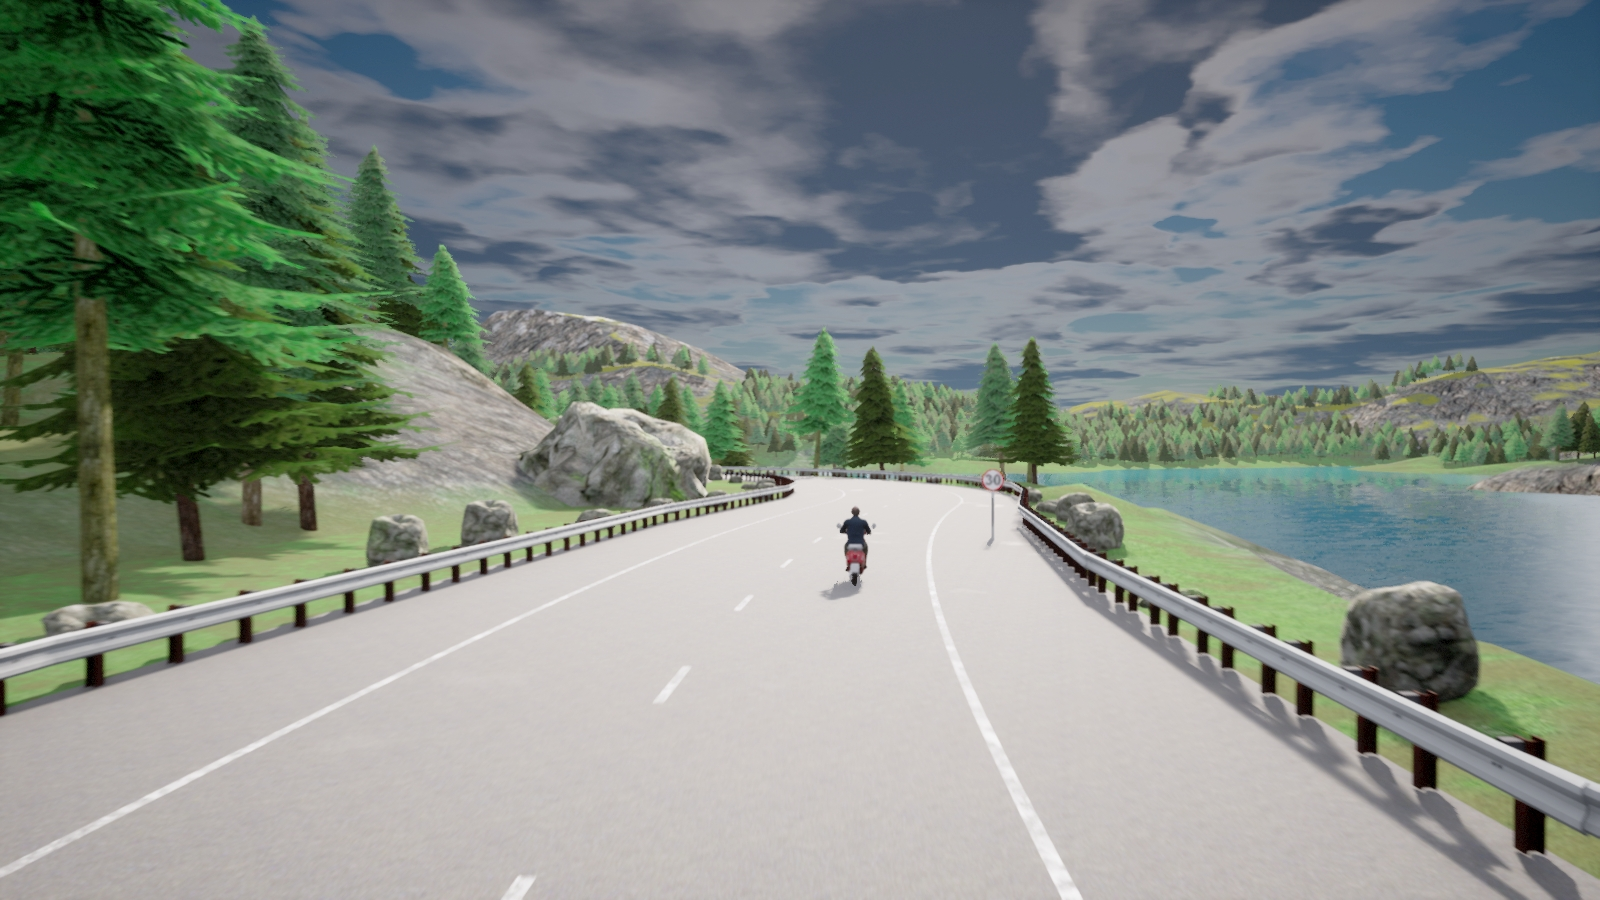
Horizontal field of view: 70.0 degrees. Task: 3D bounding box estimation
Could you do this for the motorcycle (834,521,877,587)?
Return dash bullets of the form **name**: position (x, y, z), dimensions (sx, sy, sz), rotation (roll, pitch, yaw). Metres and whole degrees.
- **motorcycle**: position (1.191, 2.182, 24.283), dimensions (0.856, 1.236, 1.805), rotation (0, 0, 4)
